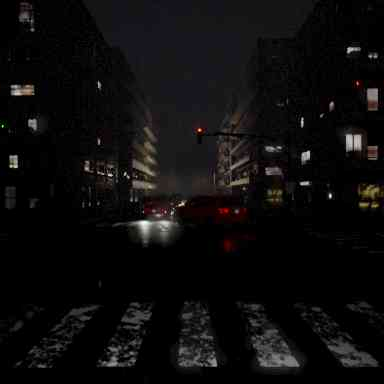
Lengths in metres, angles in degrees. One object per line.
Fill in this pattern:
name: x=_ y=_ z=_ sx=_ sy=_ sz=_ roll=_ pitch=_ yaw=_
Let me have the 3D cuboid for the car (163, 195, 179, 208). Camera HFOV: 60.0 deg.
car: x=-3.028 y=1.366 z=49.937 sx=2.097 sy=1.767 sz=4.553 roll=0 pitch=0 yaw=0

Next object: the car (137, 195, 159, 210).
car: x=-5.638 y=1.326 z=43.519 sx=2.192 sy=1.841 sz=5.009 roll=0 pitch=0 yaw=0

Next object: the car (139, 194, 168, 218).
car: x=-3.081 y=1.227 z=30.126 sx=2.150 sy=2.045 sz=5.566 roll=0 pitch=0 yaw=1

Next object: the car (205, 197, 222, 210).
car: x=2.743 y=1.451 z=43.511 sx=1.967 sy=1.590 sz=4.097 roll=0 pitch=0 yaw=0

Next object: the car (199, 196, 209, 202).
car: x=2.784 y=1.584 z=77.605 sx=2.008 sy=1.369 sz=4.403 roll=0 pitch=0 yaw=0

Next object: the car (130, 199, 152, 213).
car: x=-5.645 y=1.533 z=37.667 sx=1.752 sy=1.417 sz=4.829 roll=0 pitch=0 yaw=0

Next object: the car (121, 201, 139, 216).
car: x=-5.651 y=1.572 z=32.154 sx=1.947 sy=1.339 sz=4.313 roll=0 pitch=0 yaw=0

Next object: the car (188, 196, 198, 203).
car: x=0.135 y=1.571 z=70.619 sx=2.033 sy=1.411 sz=5.357 roll=0 pitch=0 yaw=0

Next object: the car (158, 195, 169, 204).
car: x=-5.610 y=1.464 z=66.250 sx=1.967 sy=1.590 sz=4.097 roll=0 pitch=0 yaw=0

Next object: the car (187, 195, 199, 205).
car: x=0.177 y=1.372 z=60.526 sx=2.097 sy=1.767 sz=4.553 roll=0 pitch=0 yaw=0

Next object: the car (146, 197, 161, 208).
car: x=-5.631 y=1.539 z=49.032 sx=1.752 sy=1.417 sz=4.829 roll=0 pitch=0 yaw=0

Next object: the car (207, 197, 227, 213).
car: x=2.736 y=1.448 z=37.829 sx=1.967 sy=1.590 sz=4.097 roll=0 pitch=0 yaw=0

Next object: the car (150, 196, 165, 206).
car: x=-5.624 y=1.457 z=54.884 sx=1.967 sy=1.590 sz=4.097 roll=0 pitch=0 yaw=0

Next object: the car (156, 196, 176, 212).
car: x=-3.048 y=1.361 z=40.038 sx=2.097 sy=1.767 sz=4.553 roll=0 pitch=0 yaw=0

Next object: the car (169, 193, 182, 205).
car: x=-2.968 y=1.242 z=60.497 sx=2.150 sy=2.045 sz=5.566 roll=0 pitch=0 yaw=1

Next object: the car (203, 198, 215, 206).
car: x=2.757 y=1.598 z=54.876 sx=1.802 sy=1.307 sz=4.206 roll=0 pitch=0 yaw=0

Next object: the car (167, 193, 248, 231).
car: x=0.999 y=1.215 z=20.643 sx=2.150 sy=2.045 sz=5.566 roll=-1 pitch=0 yaw=-34
